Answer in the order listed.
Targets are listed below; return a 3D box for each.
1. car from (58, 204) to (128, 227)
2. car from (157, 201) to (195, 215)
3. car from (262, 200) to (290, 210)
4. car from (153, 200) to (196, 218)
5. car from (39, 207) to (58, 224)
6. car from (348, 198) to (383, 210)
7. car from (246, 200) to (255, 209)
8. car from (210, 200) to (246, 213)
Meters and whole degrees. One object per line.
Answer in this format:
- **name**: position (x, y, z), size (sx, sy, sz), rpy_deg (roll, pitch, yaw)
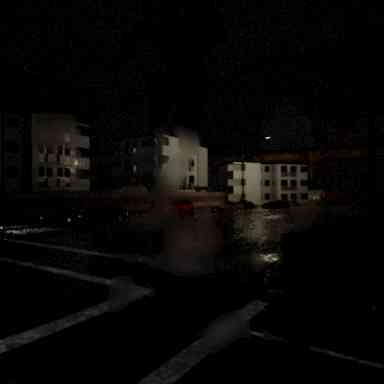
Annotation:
- **car**: position (-7.072, 1.683, 25.086), size (2.128, 1.511, 4.902), rpy_deg (-1, 0, 37)
- **car**: position (-1.747, 1.790, 37.745), size (1.994, 1.385, 4.181), rpy_deg (-1, 0, 38)
- **car**: position (11.805, 1.746, 46.700), size (4.181, 1.385, 1.994), rpy_deg (0, 0, -33)
- **car**: position (-1.640, 1.546, 32.228), size (2.097, 1.767, 4.553), rpy_deg (-1, 0, 38)
- **car**: position (-9.930, 1.713, 27.100), size (2.128, 1.511, 4.902), rpy_deg (-1, 0, 37)
- **car**: position (23.143, 1.592, 44.189), size (4.892, 1.490, 1.837), rpy_deg (0, 0, -18)
- **car**: position (7.054, 1.784, 47.438), size (4.181, 1.385, 1.994), rpy_deg (0, 0, -39)
- **car**: position (4.110, 1.796, 39.555), size (1.895, 1.301, 4.718), rpy_deg (-1, 0, 40)
